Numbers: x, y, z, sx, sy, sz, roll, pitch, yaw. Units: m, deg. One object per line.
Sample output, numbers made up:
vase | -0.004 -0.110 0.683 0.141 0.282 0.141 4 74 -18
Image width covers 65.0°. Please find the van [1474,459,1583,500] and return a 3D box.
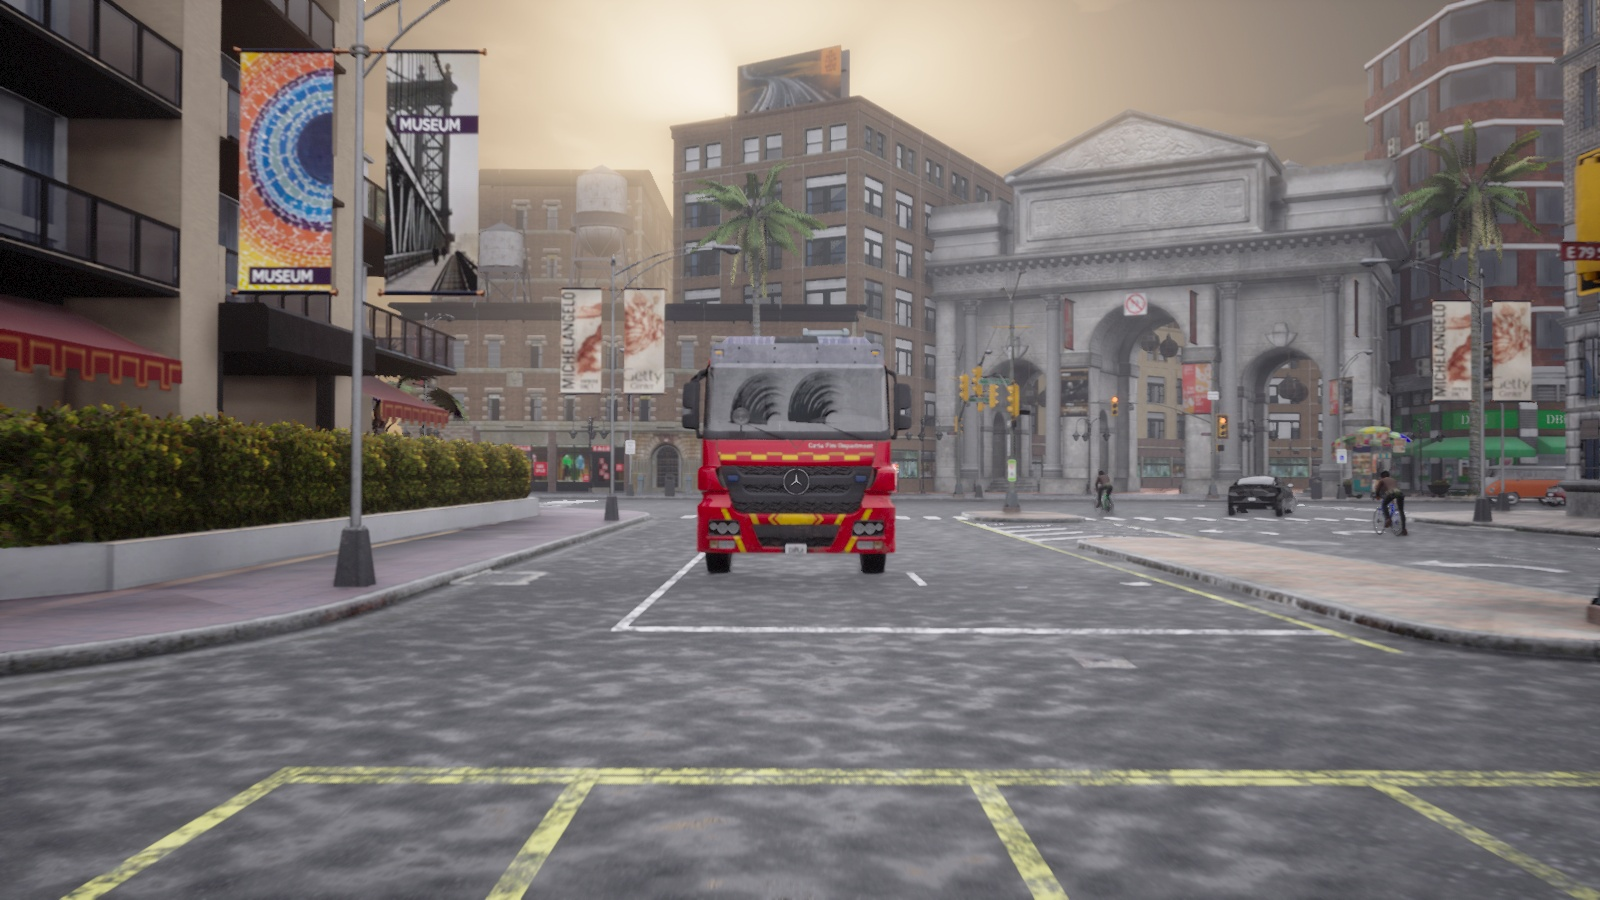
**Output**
van | 36.649 1.480 63.272 4.442 1.987 1.775 0 -1 0

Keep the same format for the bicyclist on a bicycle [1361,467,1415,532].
bicyclist on a bicycle | 14.922 1.242 31.907 0.582 1.620 1.656 0 -1 0

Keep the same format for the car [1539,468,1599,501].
car | 37.573 1.644 59.817 3.705 1.549 1.789 0 -1 0

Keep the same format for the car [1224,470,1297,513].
car | 17.420 1.516 47.370 1.882 1.535 5.008 -1 -1 28

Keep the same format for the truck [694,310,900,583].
truck | -0.058 0.017 21.901 2.891 3.827 8.468 0 -1 0
